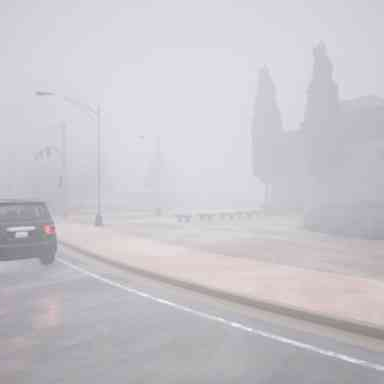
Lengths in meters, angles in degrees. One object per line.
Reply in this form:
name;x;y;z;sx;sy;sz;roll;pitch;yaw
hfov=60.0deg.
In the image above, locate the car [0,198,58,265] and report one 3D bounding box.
car;-6.159;1.221;10.932;2.150;2.045;5.566;0;0;-38
